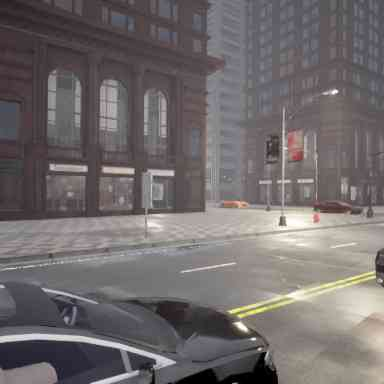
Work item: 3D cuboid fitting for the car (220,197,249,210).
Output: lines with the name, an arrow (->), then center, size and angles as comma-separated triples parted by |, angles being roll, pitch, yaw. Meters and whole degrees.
car -> 6.016, 1.588, 47.667 | 2.097, 1.767, 4.553 | 1, -1, -34

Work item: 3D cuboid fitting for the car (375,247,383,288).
car -> 6.198, 1.516, 7.843 | 4.892, 1.490, 1.837 | 0, 0, -35

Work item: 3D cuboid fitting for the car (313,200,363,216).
car -> 15.233, 1.643, 34.783 | 1.882, 1.535, 5.008 | 1, -1, -37

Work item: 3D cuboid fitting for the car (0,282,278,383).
car -> -1.421, 1.492, 2.426 | 4.902, 1.511, 2.128 | 0, 0, -35
